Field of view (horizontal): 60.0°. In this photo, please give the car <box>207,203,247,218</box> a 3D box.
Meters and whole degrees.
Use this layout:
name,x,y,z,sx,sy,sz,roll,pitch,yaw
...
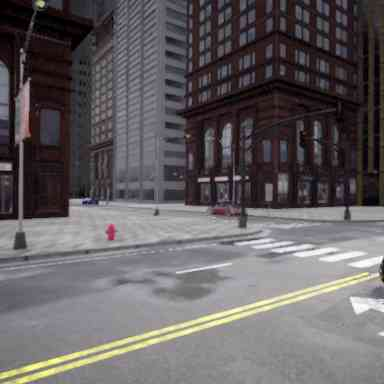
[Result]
name,x,y,z,sx,sy,sz,roll,pitch,yaw
car,3.243,1.677,31.470,1.994,1.385,4.181,1,-1,-34

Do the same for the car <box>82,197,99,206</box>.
name,x,y,z,sx,sy,sz,roll,pitch,yaw
car,-19.280,1.770,63.060,1.882,1.535,5.008,1,-1,-35

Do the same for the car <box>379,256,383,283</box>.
name,x,y,z,sx,sy,sz,roll,pitch,yaw
car,6.337,1.563,7.960,4.181,1.385,1.994,0,0,-36
